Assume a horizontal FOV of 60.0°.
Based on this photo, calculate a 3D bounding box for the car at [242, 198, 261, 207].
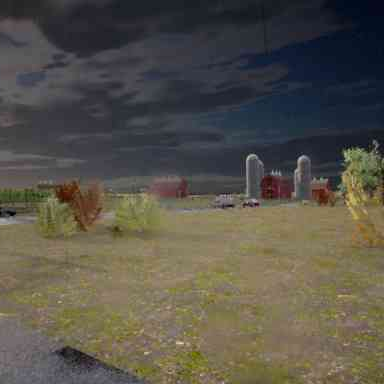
[{"bbox_3d":[11.417,1.989,63.318,2.097,1.767,4.553,-1,-1,36],"label":"car"}]

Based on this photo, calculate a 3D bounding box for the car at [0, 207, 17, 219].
[{"bbox_3d":[-18.094,1.808,28.937,1.895,1.301,4.718,-1,-1,38],"label":"car"}]

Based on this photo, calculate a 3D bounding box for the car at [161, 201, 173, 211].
[{"bbox_3d":[-4.868,1.994,46.909,2.033,1.411,5.357,-1,-1,36],"label":"car"}]

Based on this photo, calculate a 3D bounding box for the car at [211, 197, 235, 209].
[{"bbox_3d":[5.409,2.014,54.916,2.128,1.511,4.902,-1,-1,36],"label":"car"}]

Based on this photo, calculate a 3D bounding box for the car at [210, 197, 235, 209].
[{"bbox_3d":[5.652,1.953,61.313,2.150,2.045,5.566,-1,-1,36],"label":"car"}]
